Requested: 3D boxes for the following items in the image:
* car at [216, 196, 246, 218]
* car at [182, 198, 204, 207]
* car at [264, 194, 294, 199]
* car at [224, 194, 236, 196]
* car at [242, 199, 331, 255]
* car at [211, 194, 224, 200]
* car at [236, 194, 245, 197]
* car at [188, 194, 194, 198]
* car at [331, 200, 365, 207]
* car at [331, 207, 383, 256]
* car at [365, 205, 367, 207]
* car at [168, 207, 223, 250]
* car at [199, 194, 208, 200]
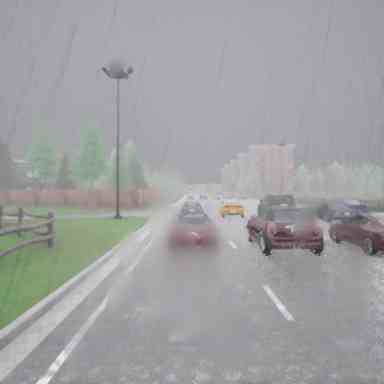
[{"bbox_3d":[3.504,1.450,30.310,1.882,1.535,5.008,0,0,0],"label":"car"},{"bbox_3d":[0.003,1.538,29.517,1.994,1.385,4.181,0,0,0],"label":"car"},{"bbox_3d":[6.998,1.198,27.645,2.150,2.045,5.566,0,0,0],"label":"car"},{"bbox_3d":[10.272,1.434,92.995,2.128,1.511,4.902,0,0,0],"label":"car"},{"bbox_3d":[3.540,1.338,13.455,2.097,1.767,4.553,0,0,0],"label":"car"},{"bbox_3d":[6.774,1.435,92.187,2.128,1.511,4.902,0,0,0],"label":"car"},{"bbox_3d":[13.773,1.462,92.620,1.994,1.385,4.181,0,0,0],"label":"car"},{"bbox_3d":[-0.228,1.437,93.002,1.812,1.442,4.674,0,0,0],"label":"car"},{"bbox_3d":[10.483,1.523,25.053,2.033,1.411,5.357,0,0,0],"label":"car"},{"bbox_3d":[7.037,1.513,12.894,1.812,1.442,4.674,0,0,0],"label":"car"},{"bbox_3d":[14.004,1.448,30.337,1.882,1.535,5.008,0,0,0],"label":"car"},{"bbox_3d":[0.043,1.551,14.335,1.994,1.385,4.181,0,0,0],"label":"car"},{"bbox_3d":[3.272,1.265,92.948,2.097,1.767,4.553,0,0,0],"label":"car"}]
